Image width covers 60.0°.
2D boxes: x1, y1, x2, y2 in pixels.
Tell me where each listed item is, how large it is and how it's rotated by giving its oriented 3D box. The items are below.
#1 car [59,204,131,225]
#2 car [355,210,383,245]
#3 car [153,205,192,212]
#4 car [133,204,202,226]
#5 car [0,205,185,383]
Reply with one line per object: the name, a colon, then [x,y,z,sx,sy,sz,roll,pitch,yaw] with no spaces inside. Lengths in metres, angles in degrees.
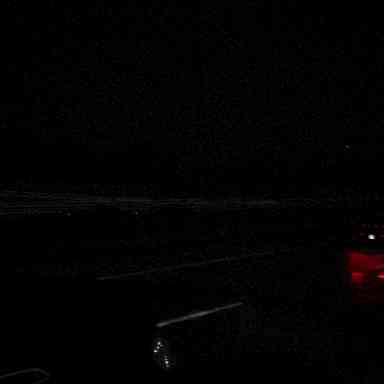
car: [-7.146,1.608,24.688,4.718,1.301,1.895,0,0,-35]
car: [9.042,1.515,14.492,4.892,1.490,1.837,0,0,-35]
car: [-1.950,1.572,19.796,4.181,1.385,1.994,0,0,-35]
car: [-1.751,1.610,24.237,4.718,1.301,1.895,0,0,-35]
car: [-2.718,1.221,1.808,5.566,2.045,2.150,0,0,-35]
